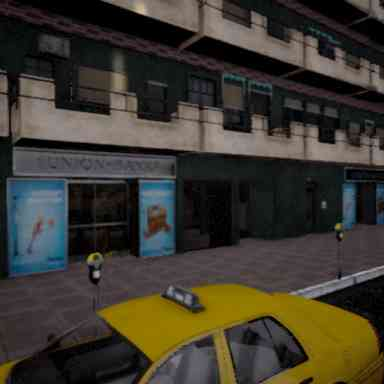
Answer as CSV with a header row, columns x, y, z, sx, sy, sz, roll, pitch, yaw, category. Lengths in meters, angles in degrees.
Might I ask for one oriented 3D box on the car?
x,y,z,sx,sy,sz,roll,pitch,yaw,category
-0.289,1.506,2.668,4.829,1.417,1.752,-1,1,-35,car
